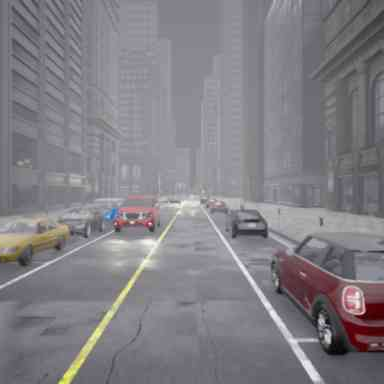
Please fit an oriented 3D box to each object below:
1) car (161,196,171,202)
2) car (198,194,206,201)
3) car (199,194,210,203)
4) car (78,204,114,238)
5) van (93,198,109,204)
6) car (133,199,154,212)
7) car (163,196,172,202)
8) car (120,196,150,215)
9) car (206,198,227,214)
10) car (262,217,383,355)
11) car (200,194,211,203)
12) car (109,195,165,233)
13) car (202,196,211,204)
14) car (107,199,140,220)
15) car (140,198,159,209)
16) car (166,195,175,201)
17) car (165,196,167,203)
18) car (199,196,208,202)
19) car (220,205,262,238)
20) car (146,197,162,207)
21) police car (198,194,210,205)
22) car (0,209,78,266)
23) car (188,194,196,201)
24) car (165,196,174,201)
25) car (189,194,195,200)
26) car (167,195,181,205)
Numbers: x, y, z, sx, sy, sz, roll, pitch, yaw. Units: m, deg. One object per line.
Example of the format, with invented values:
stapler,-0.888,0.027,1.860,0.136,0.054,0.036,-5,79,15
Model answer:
car,-5.785,1.598,73.741,1.802,1.307,4.206,0,0,0
car,2.735,1.475,90.655,1.967,1.590,4.097,0,0,0
car,2.738,1.331,73.747,2.192,1.841,5.009,0,0,0
car,-5.770,1.547,17.375,2.008,1.369,4.403,0,0,0
van,-5.772,1.338,23.011,1.690,1.788,3.998,0,0,0
car,-5.776,1.564,39.922,1.947,1.339,4.313,0,0,0
car,-5.787,1.587,79.378,1.947,1.339,4.313,0,0,0
car,-5.775,1.313,34.285,2.192,1.841,5.009,0,0,0
car,2.751,1.580,34.293,1.802,1.307,4.206,0,0,0
car,2.758,1.438,6.111,1.967,1.590,4.097,0,0,0
car,2.740,1.326,68.110,2.192,1.841,5.009,0,0,0
car,-3.104,1.218,20.008,2.150,2.045,5.566,0,0,0
car,2.748,1.581,45.566,1.802,1.307,4.206,0,0,0
car,-5.773,1.438,28.648,1.967,1.590,4.097,0,0,0
car,-5.777,1.565,45.558,1.947,1.339,4.313,0,0,0
car,-5.790,1.585,90.651,2.008,1.369,4.403,0,0,0
car,-5.784,1.536,67.935,1.752,1.417,4.829,0,0,0
car,2.738,1.587,79.383,1.947,1.339,4.313,0,0,0
car,2.755,1.562,17.384,1.947,1.339,4.313,0,0,0
car,-5.779,1.552,51.194,2.008,1.369,4.403,0,0,0
police car,2.351,1.429,58.201,1.930,1.638,5.238,0,0,0
car,-5.768,1.522,11.569,1.752,1.417,4.829,0,0,0
car,-0.020,1.405,77.110,1.812,1.442,4.674,0,0,0
car,-5.788,1.594,85.014,1.947,1.339,4.313,0,0,0
car,-0.025,1.376,93.092,1.812,1.442,4.674,0,0,0
car,-3.054,1.486,61.227,1.882,1.535,5.008,0,0,1
